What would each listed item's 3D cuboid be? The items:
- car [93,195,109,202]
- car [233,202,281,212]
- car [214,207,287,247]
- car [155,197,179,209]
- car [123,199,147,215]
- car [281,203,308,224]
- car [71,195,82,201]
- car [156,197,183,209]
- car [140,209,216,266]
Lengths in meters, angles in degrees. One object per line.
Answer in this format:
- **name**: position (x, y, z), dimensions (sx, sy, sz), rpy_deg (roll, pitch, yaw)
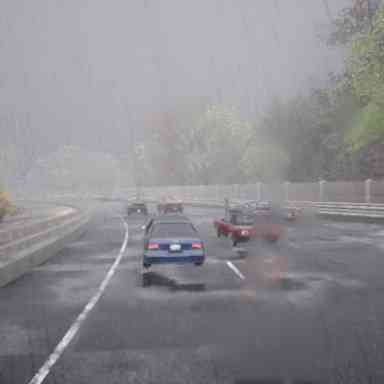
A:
- **car**: position (-19.906, 1.439, 72.542), dimensions (1.882, 1.535, 5.008), rpy_deg (0, 0, -37)
- **car**: position (3.992, 1.444, 24.008), dimensions (2.128, 1.511, 4.902), rpy_deg (0, 0, -17)
- **car**: position (2.286, 1.573, 14.964), dimensions (1.895, 1.301, 4.718), rpy_deg (0, 0, -8)
- **car**: position (-3.565, 1.472, 46.409), dimensions (1.812, 1.442, 4.674), rpy_deg (0, 0, -25)
- **car**: position (-5.667, 1.476, 32.992), dimensions (1.837, 1.490, 4.892), rpy_deg (0, 0, -18)
- **car**: position (5.977, 1.495, 23.980), dimensions (2.033, 1.411, 5.357), rpy_deg (0, 0, -20)
- **car**: position (-29.720, 1.474, 85.606), dimensions (1.837, 1.490, 4.892), rpy_deg (0, 0, -35)
- **car**: position (-2.379, 1.437, 34.201), dimensions (1.882, 1.535, 5.008), rpy_deg (0, 0, -18)
- **car**: position (-0.753, 1.534, 11.510), dimensions (2.033, 1.411, 5.357), rpy_deg (0, 0, -7)
